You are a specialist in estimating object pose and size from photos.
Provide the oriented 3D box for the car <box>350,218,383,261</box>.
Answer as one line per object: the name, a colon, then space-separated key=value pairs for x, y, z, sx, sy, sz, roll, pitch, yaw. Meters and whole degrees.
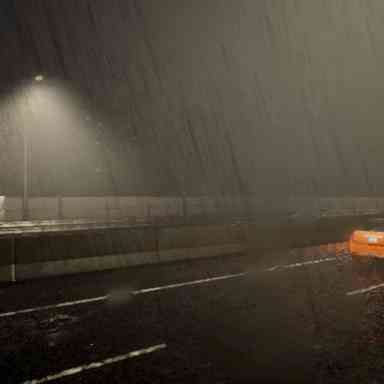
car: x=8.330 y=1.780 z=13.194 sx=4.553 sy=1.767 sz=2.097 roll=1 pitch=-3 yaw=-33

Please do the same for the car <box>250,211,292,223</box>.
car: x=7.879 y=2.535 z=29.821 sx=4.553 sy=1.767 sz=2.097 roll=0 pitch=-3 yaw=-33

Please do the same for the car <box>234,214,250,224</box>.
car: x=6.313 y=2.848 z=32.968 sx=4.902 sy=1.511 sz=2.128 roll=0 pitch=-3 yaw=-33

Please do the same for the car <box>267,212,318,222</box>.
car: x=8.381 y=2.525 z=25.969 sx=4.674 sy=1.442 sz=1.812 roll=1 pitch=-3 yaw=-33
